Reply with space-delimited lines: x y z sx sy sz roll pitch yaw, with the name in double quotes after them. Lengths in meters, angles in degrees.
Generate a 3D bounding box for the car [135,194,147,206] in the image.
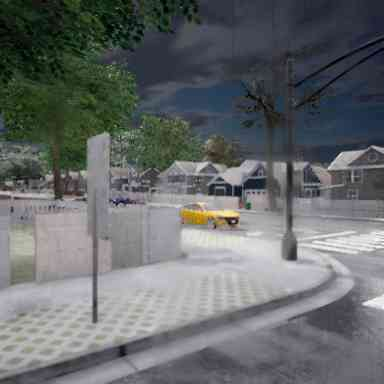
-8.559 1.094 49.287 2.097 1.767 4.553 0 1 -38 "car"

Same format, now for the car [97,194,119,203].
-14.496 1.111 57.032 1.837 1.490 4.892 0 1 -37 "car"

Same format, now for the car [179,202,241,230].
0.820 1.381 20.533 1.882 1.535 5.008 0 0 -37 "car"

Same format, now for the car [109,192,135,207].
-10.566 0.957 46.552 2.150 2.045 5.566 0 1 -37 "car"

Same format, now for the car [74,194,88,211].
-11.973 1.287 37.427 1.837 1.490 4.892 0 1 -37 "car"
